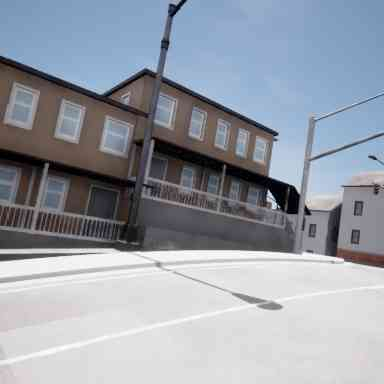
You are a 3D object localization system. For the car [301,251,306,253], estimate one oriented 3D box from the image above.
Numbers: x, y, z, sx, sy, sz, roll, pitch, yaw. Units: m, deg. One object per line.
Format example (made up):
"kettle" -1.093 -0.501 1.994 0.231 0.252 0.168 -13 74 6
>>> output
"car" 9.743 6.040 30.369 1.994 1.385 4.181 14 -17 -34
